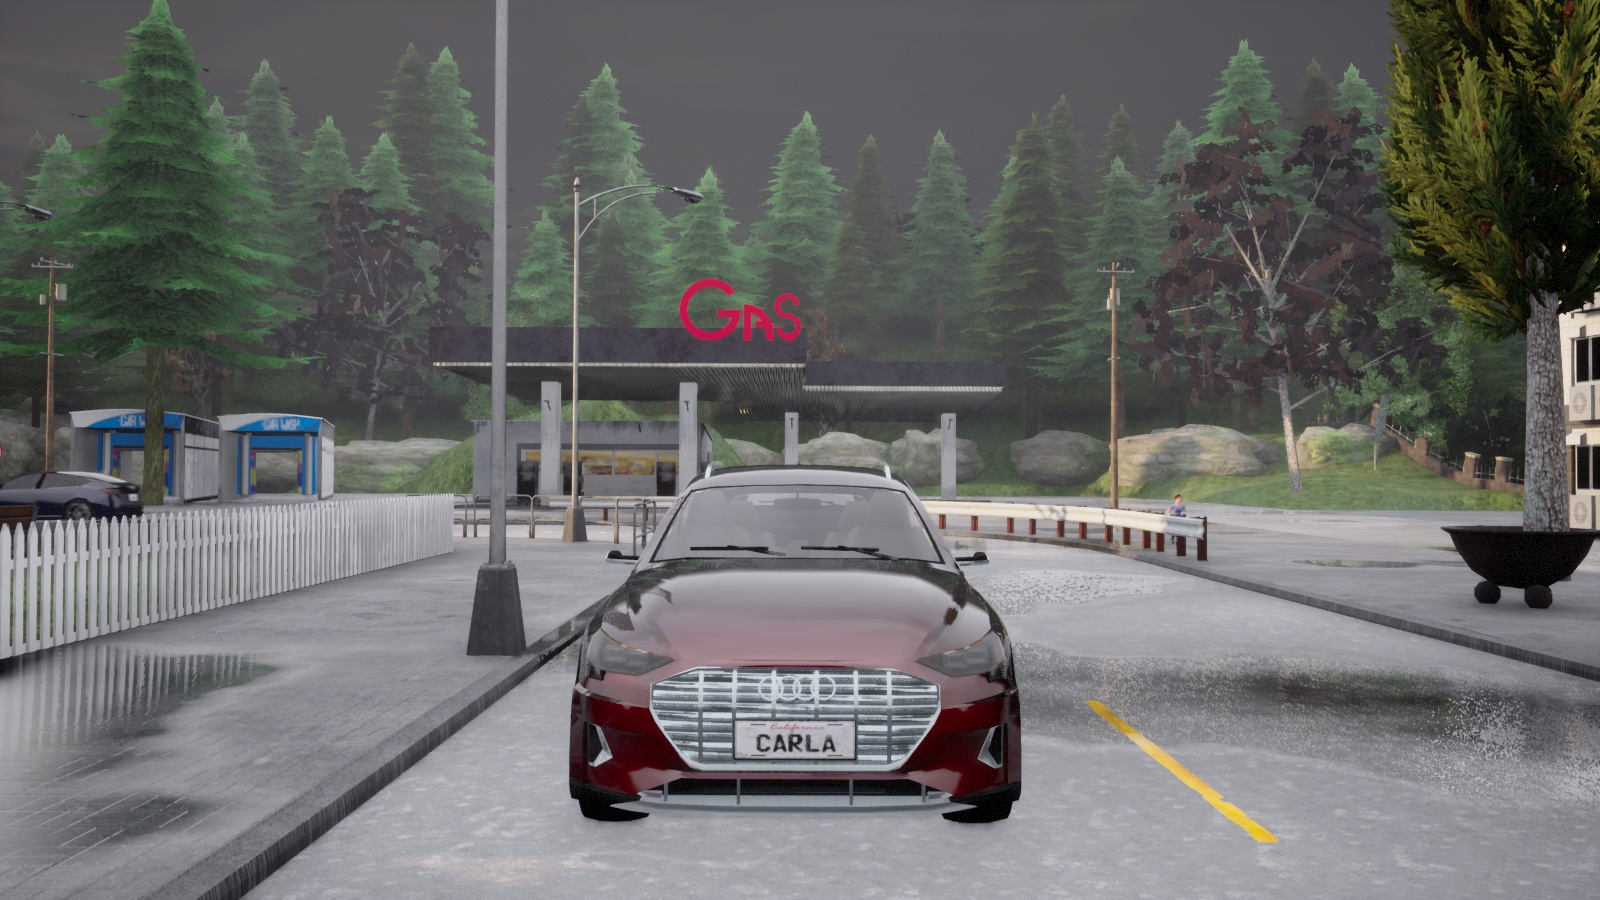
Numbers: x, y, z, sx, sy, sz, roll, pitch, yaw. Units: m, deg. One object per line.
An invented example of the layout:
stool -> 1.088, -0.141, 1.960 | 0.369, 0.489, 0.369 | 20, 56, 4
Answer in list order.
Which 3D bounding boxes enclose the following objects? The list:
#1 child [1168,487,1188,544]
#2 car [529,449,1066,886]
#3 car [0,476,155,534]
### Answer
child -> 7.507, 1.292, 24.960 | 0.255, 1.110, 0.394 | 0, -1, -1
car -> -0.007, 0.865, 7.197 | 2.033, 1.649, 4.856 | 0, -1, 0
car -> -20.237, 1.459, 33.623 | 4.792, 1.488, 2.163 | 0, -1, 0
